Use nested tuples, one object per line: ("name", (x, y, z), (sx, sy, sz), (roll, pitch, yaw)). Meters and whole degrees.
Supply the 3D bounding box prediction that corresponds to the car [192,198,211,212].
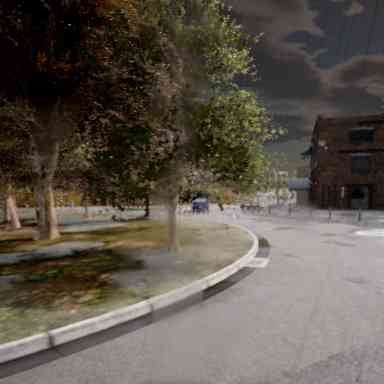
("car", (1.108, 1.466, 38.547), (1.882, 1.535, 5.008), (0, 0, 5))
